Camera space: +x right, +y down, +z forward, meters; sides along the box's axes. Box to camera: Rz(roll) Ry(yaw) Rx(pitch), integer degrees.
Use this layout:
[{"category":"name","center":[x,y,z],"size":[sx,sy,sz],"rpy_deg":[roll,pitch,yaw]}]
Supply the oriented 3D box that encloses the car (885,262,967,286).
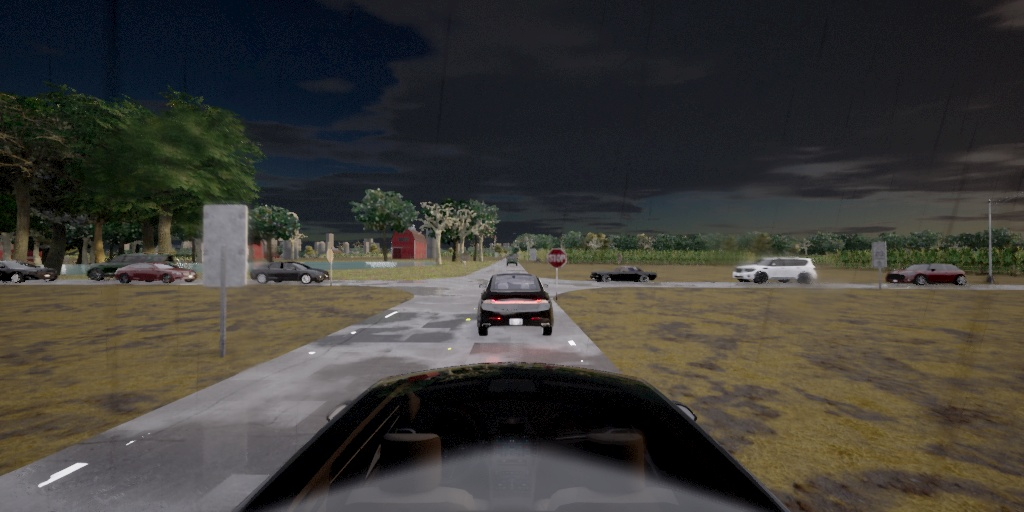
[{"category":"car","center":[31.914,1.362,27.768],"size":[4.553,1.767,2.097],"rpy_deg":[1,-1,0]}]

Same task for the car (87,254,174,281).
[{"category":"car","center":[-29.238,0.887,27.763],"size":[5.566,2.045,2.150],"rpy_deg":[0,-1,0]}]

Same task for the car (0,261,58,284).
[{"category":"car","center":[-34.642,1.085,24.808],"size":[5.008,1.535,1.882],"rpy_deg":[0,-1,0]}]

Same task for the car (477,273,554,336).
[{"category":"car","center":[0.059,1.243,10.360],"size":[2.128,1.511,4.902],"rpy_deg":[0,0,-1]}]

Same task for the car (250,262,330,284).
[{"category":"car","center":[-15.287,1.163,24.859],"size":[4.892,1.490,1.837],"rpy_deg":[0,-1,-2]}]

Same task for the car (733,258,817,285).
[{"category":"car","center":[20.300,1.138,27.770],"size":[5.566,2.045,2.150],"rpy_deg":[1,-1,0]}]

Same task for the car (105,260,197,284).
[{"category":"car","center":[-24.573,1.151,24.801],"size":[4.674,1.442,1.812],"rpy_deg":[0,-1,0]}]

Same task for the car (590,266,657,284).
[{"category":"car","center":[8.424,1.425,27.431],"size":[4.718,1.301,1.895],"rpy_deg":[0,-1,-5]}]
